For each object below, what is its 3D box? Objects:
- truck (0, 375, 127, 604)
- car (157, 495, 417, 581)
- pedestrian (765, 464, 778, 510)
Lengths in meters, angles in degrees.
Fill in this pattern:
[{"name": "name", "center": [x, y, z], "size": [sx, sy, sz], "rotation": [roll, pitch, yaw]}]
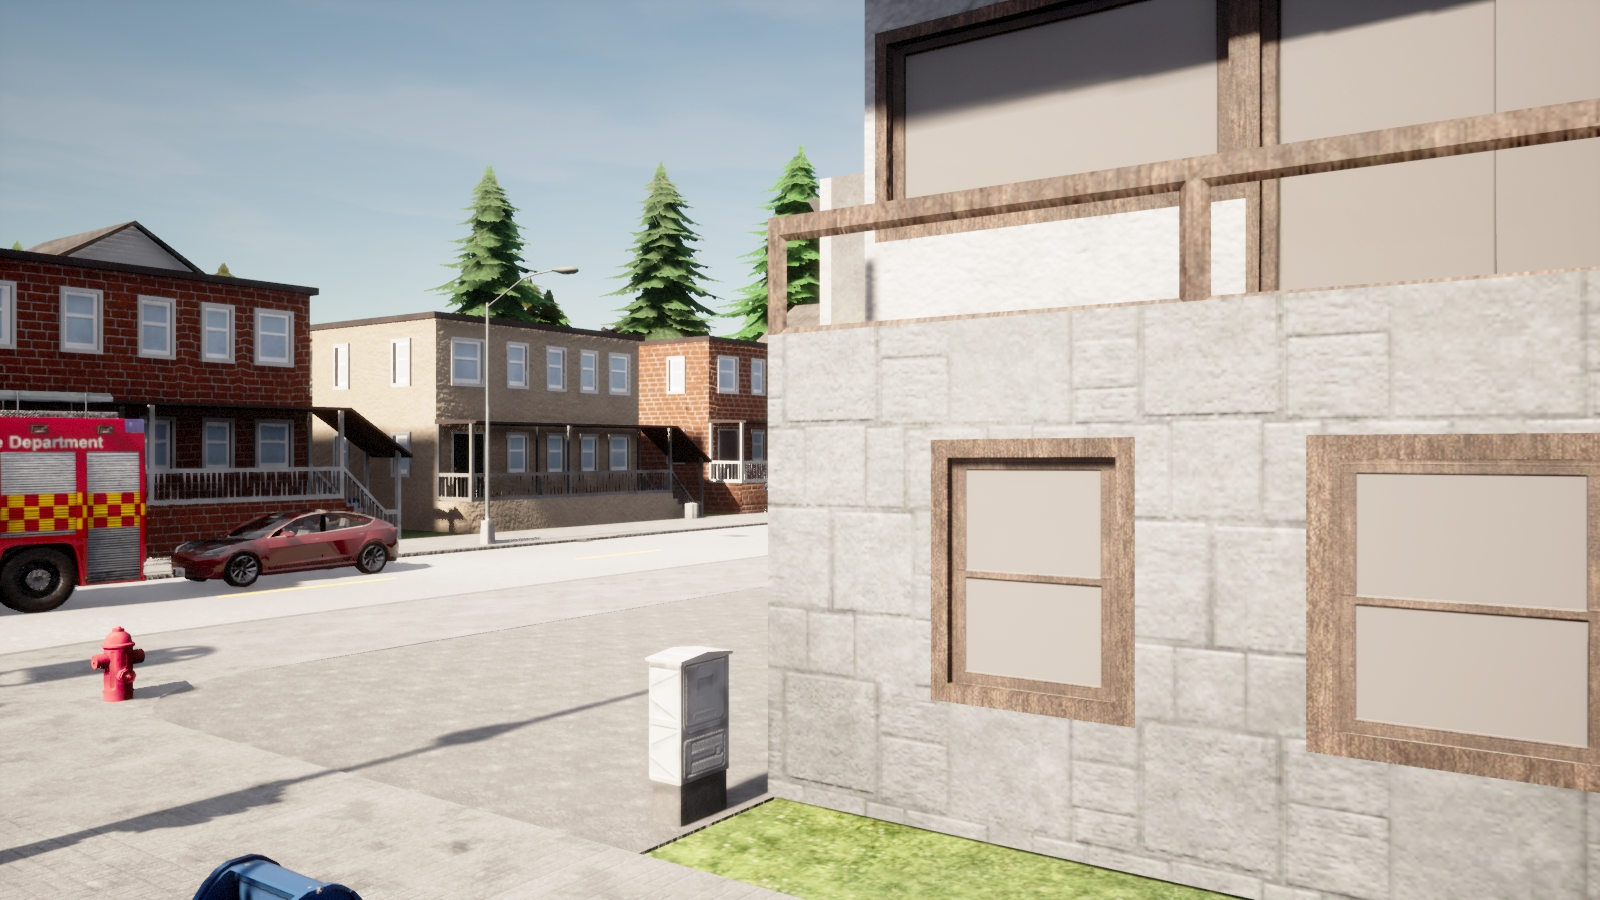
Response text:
[{"name": "truck", "center": [-15.969, 0.669, 18.286], "size": [2.891, 3.827, 8.468], "rotation": [0, 0, 42]}, {"name": "car", "center": [-11.164, 1.843, 25.184], "size": [2.163, 1.488, 4.792], "rotation": [0, 0, 35]}, {"name": "pedestrian", "center": [-1.176, 1.524, 47.365], "size": [0.375, 1.860, 0.375], "rotation": [0, 0, 36]}]
